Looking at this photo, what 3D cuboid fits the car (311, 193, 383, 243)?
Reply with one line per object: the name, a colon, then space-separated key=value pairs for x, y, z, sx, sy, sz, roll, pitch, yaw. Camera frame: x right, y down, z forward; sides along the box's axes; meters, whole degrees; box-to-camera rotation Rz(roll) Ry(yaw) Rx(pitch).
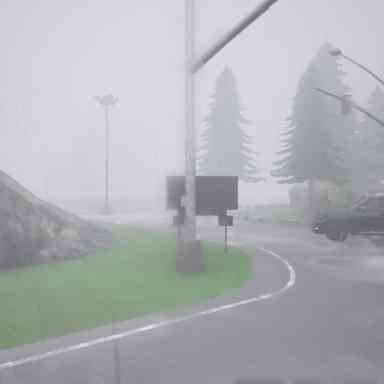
car: x=7.979 y=1.074 z=14.011 sx=5.566 sy=2.045 sz=2.150 roll=1 pitch=4 yaw=21
